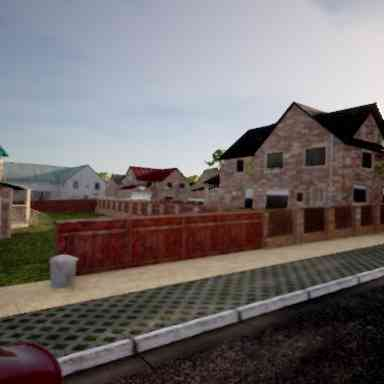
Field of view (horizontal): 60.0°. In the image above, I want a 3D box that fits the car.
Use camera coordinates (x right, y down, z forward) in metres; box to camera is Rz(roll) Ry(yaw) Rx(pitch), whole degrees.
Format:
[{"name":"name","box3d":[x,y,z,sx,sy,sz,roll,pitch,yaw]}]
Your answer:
[{"name":"car","box3d":[-2.761,1.532,1.079,4.674,1.442,1.812,0,0,-36]}]
